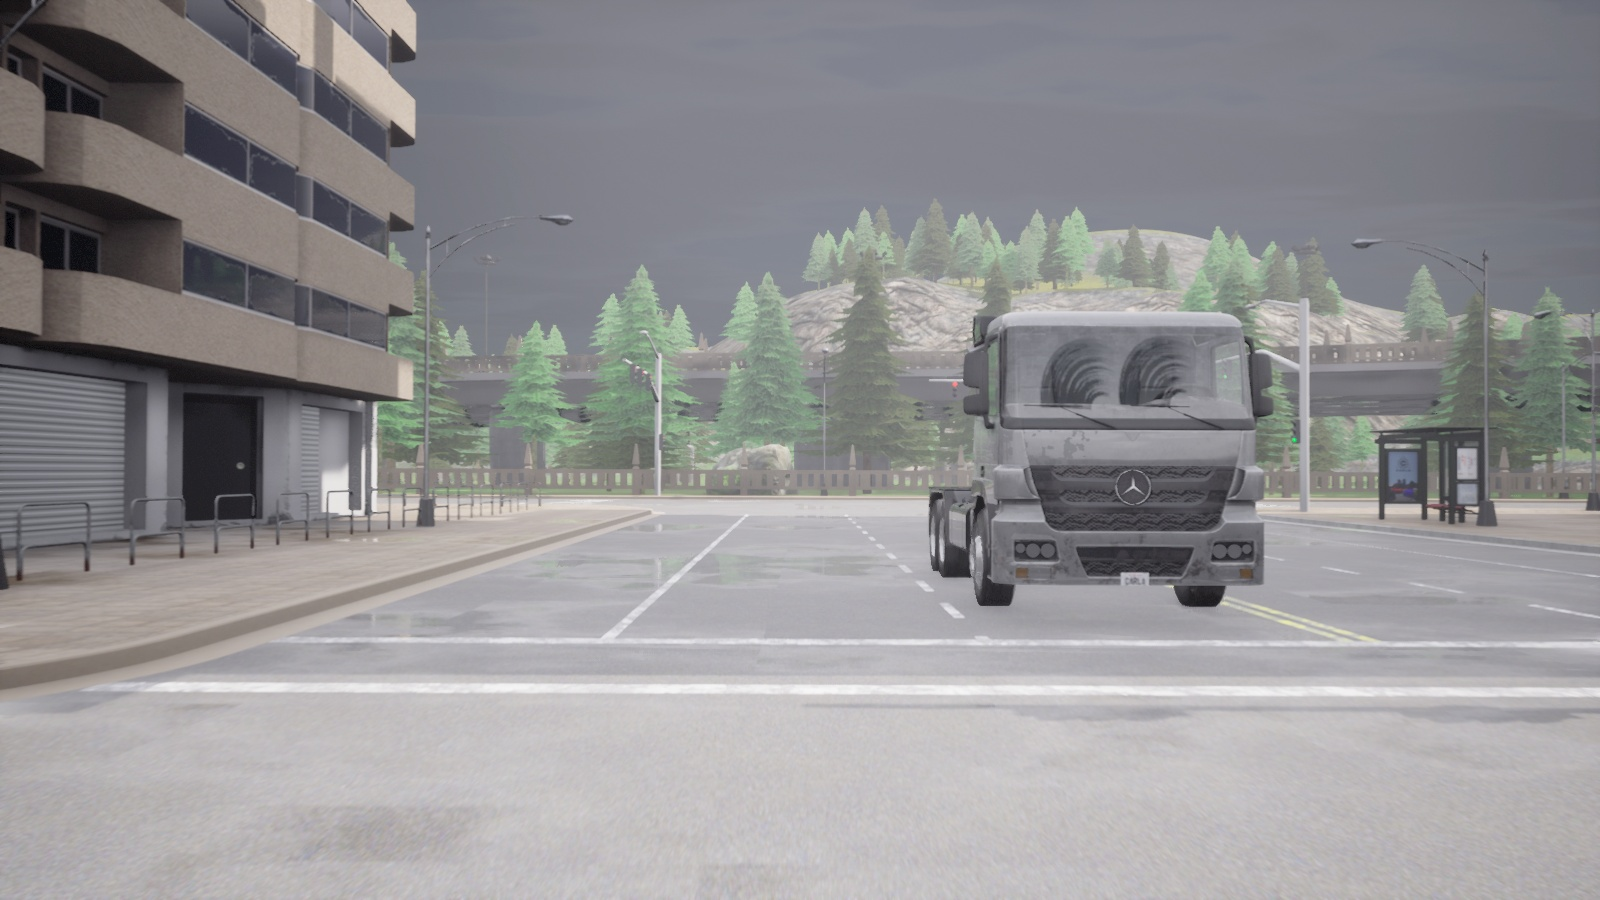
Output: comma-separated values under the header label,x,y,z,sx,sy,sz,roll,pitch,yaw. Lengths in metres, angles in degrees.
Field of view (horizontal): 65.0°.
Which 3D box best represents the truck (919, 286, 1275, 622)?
label,x,y,z,sx,sy,sz,roll,pitch,yaw
truck,3.456,0.103,16.981,2.891,3.462,7.936,0,-1,0
